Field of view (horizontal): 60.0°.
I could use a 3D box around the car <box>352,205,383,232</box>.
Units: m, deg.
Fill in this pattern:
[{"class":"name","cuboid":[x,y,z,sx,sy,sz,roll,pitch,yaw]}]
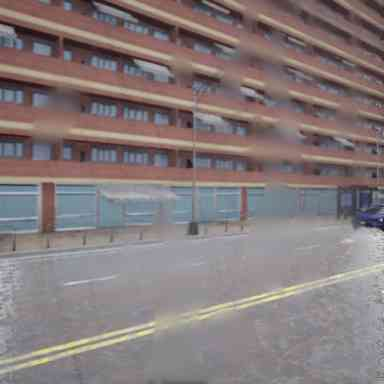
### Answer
[{"class":"car","cuboid":[12.143,1.578,21.133,5.008,1.535,1.882,0,0,-36]}]
